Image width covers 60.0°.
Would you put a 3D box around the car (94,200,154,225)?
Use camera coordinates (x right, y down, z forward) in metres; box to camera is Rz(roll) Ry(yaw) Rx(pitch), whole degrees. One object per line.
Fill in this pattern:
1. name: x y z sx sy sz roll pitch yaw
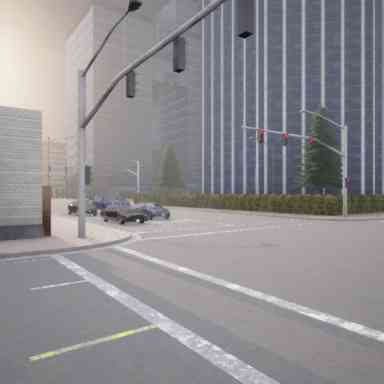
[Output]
1. car: -5.299 1.603 25.237 2.033 1.411 5.357 0 0 -36

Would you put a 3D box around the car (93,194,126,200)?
1. car: -9.368 1.277 36.922 2.150 2.045 5.566 0 0 -36

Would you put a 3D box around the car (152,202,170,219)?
1. car: -3.705 1.581 29.051 1.812 1.442 4.674 0 0 -36

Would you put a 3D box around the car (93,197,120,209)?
1. car: -12.198 1.547 47.172 2.128 1.511 4.902 0 0 -36

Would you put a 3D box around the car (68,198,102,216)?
1. car: -10.970 1.560 33.146 1.837 1.490 4.892 0 0 -36

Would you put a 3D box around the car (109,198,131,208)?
1. car: -11.270 1.619 51.878 1.994 1.385 4.181 0 0 -36
